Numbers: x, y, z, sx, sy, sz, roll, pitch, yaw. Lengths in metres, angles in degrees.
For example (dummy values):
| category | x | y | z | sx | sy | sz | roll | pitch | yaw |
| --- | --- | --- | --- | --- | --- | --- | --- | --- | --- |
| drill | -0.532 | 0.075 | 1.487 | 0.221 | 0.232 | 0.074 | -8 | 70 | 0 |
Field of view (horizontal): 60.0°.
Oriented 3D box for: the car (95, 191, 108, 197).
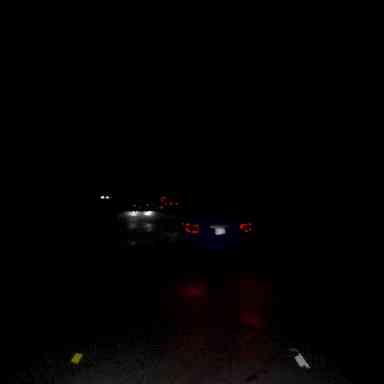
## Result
| category | x | y | z | sx | sy | sz | roll | pitch | yaw |
| --- | --- | --- | --- | --- | --- | --- | --- | --- | --- |
| car | -22.264 | 0.460 | 82.126 | 1.994 | 1.385 | 4.181 | -3 | 3 | -37 |

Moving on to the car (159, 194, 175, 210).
| category | x | y | z | sx | sy | sz | roll | pitch | yaw |
| --- | --- | --- | --- | --- | --- | --- | --- | --- | --- |
| car | -2.470 | 1.308 | 38.545 | 2.033 | 1.411 | 5.357 | 0 | 1 | -5 |

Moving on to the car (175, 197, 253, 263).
| category | x | y | z | sx | sy | sz | roll | pitch | yaw |
| --- | --- | --- | --- | --- | --- | --- | --- | --- | --- |
| car | 0.635 | 1.200 | 12.089 | 2.150 | 2.045 | 5.566 | 0 | 0 | -4 |

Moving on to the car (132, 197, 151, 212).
| category | x | y | z | sx | sy | sz | roll | pitch | yaw |
| --- | --- | --- | --- | --- | --- | --- | --- | --- | --- |
| car | -5.526 | 1.330 | 36.609 | 1.812 | 1.442 | 4.674 | 0 | 1 | -6 |

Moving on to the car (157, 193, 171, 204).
| category | x | y | z | sx | sy | sz | roll | pitch | yaw |
| --- | --- | --- | --- | --- | --- | --- | --- | --- | --- |
| car | -3.910 | 0.931 | 49.408 | 2.097 | 1.767 | 4.553 | -1 | 1 | -13 |
